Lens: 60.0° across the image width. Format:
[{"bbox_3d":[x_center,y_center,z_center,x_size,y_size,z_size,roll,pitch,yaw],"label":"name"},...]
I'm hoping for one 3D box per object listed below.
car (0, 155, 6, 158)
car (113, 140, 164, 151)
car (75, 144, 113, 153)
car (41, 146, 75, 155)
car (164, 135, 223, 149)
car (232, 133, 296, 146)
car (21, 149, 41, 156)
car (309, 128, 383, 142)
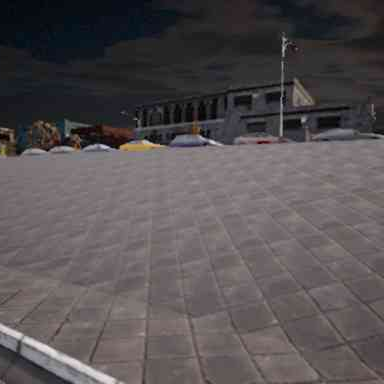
[{"bbox_3d":[-27.340,-4.684,45.476,4.553,1.767,2.185,1,1,34],"label":"car"},{"bbox_3d":[-4.377,-3.931,30.264,5.008,1.535,2.097,2,1,32],"label":"car"},{"bbox_3d":[-9.088,-4.037,33.192,4.674,1.452,2.002,2,1,33],"label":"car"},{"bbox_3d":[-13.734,-4.217,36.220,4.892,1.521,2.231,2,1,34],"label":"car"},{"bbox_3d":[0.378,-3.912,27.448,4.553,1.767,2.185,2,1,31],"label":"car"},{"bbox_3d":[5.368,-3.606,24.649,4.792,1.488,2.163,2,1,29],"label":"car"},{"bbox_3d":[-18.300,-4.340,39.319,4.892,1.521,2.231,1,1,34],"label":"car"},{"bbox_3d":[10.231,-3.452,22.043,4.674,1.452,2.002,2,1,28],"label":"car"}]
